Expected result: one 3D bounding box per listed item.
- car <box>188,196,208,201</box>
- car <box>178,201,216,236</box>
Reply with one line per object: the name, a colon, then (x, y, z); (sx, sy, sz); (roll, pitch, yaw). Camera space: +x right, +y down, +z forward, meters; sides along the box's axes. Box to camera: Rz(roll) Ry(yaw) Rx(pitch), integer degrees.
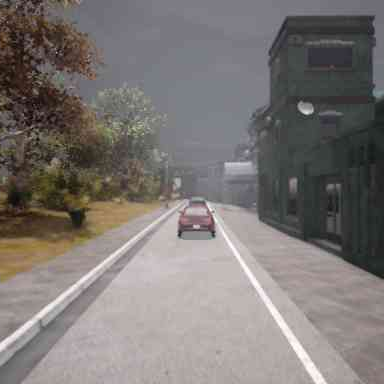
car: (0.612, 1.251, 35.523); (1.837, 1.490, 4.892); (0, 0, 1)
car: (0.242, 1.408, 17.475); (1.812, 1.442, 4.674); (0, 0, 1)
